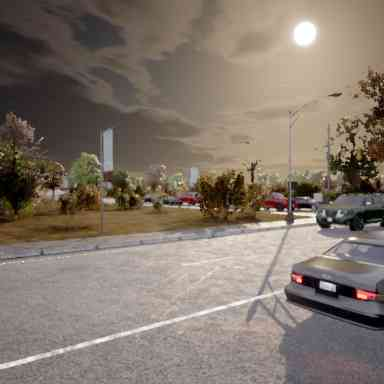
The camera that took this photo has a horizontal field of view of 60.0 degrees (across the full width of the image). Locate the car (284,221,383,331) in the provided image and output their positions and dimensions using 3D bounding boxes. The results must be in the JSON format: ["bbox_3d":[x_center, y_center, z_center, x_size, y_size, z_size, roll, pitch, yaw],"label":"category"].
[{"bbox_3d":[4.176,1.526,6.745,5.357,1.411,2.033,0,0,-36],"label":"car"}]

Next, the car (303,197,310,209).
[{"bbox_3d":[12.629,1.298,36.986,2.128,1.511,4.902,-1,0,-39],"label":"car"}]

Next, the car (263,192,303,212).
[{"bbox_3d":[8.750,1.054,36.252,2.150,2.045,5.566,-1,0,-37],"label":"car"}]

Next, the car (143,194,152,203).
[{"bbox_3d":[-7.093,1.172,61.492,2.097,1.767,4.553,-1,0,-38],"label":"car"}]

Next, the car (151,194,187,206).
[{"bbox_3d":[-3.605,1.388,51.518,2.033,1.411,5.357,-1,0,-39],"label":"car"}]

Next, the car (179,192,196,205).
[{"bbox_3d":[-0.122,1.036,52.774,2.150,2.045,5.566,-1,0,-39],"label":"car"}]

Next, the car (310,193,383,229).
[{"bbox_3d":[9.690,1.118,19.583,5.566,2.045,2.150,-1,0,-36],"label":"car"}]
